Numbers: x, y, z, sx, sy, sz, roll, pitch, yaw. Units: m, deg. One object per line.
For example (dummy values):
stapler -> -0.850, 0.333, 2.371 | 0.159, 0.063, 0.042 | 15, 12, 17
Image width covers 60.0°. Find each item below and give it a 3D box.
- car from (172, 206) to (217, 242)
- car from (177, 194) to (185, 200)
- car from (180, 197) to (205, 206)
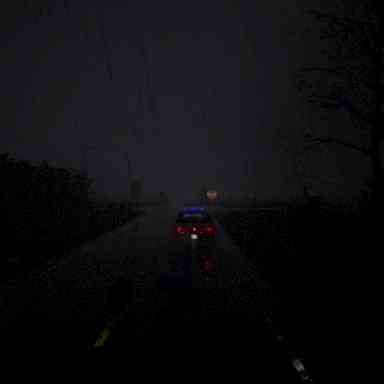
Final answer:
car -> 0.097, 1.574, 16.126 | 1.895, 1.301, 4.718 | 0, 0, 0
car -> -2.751, 1.184, 83.493 | 1.882, 1.535, 5.008 | 0, 0, 0
car -> 0.097, 1.424, 27.492 | 1.882, 1.535, 5.008 | 0, 0, 0
